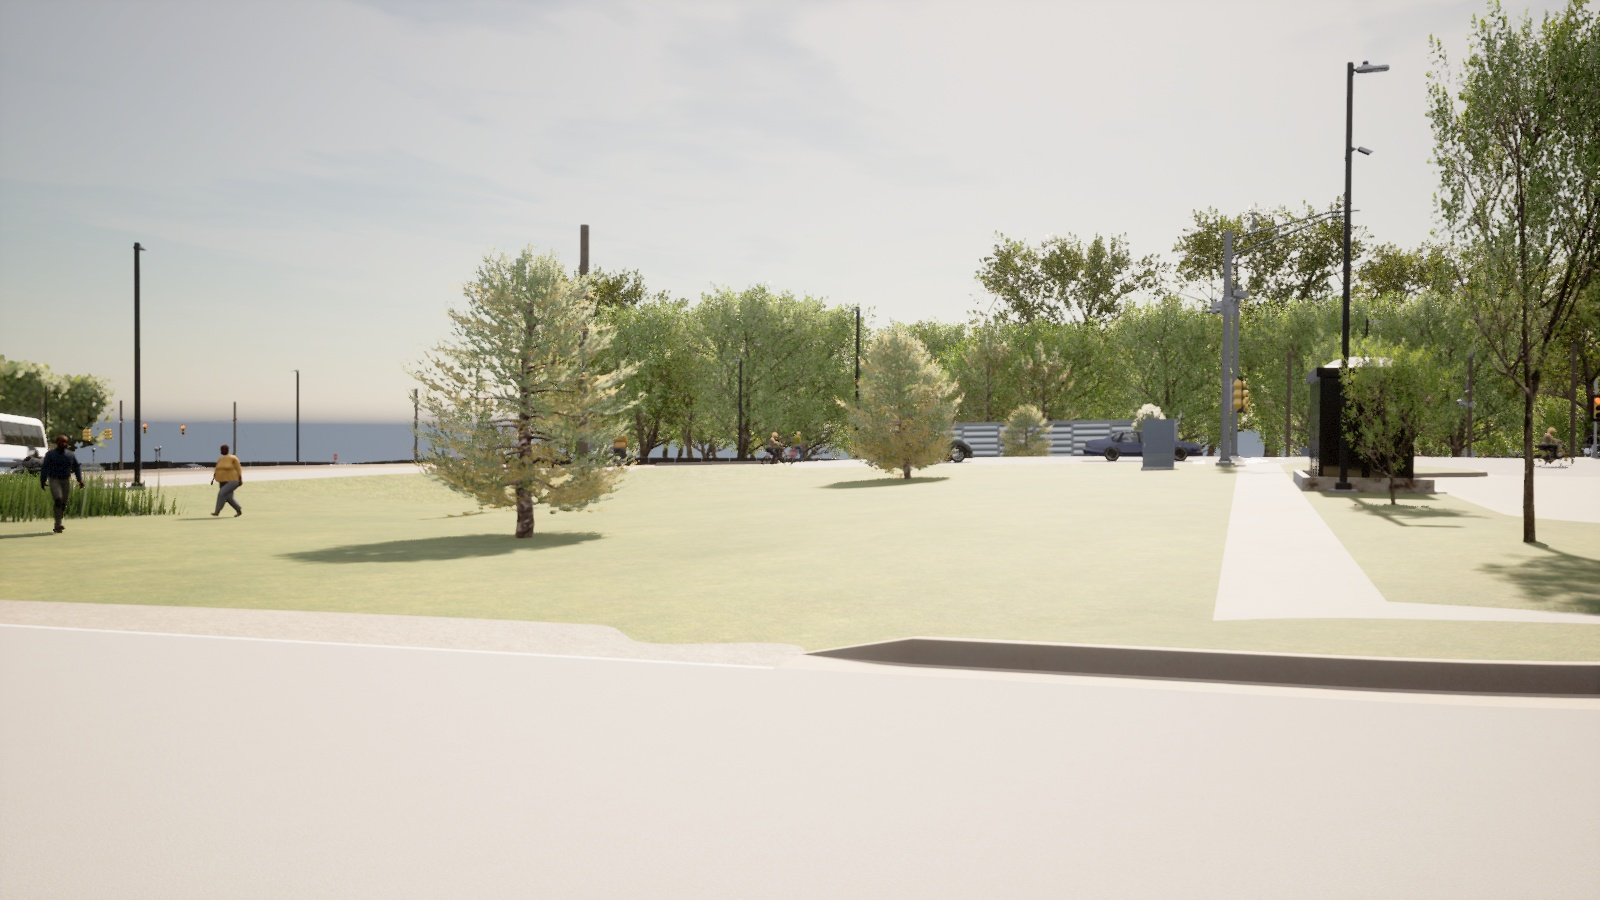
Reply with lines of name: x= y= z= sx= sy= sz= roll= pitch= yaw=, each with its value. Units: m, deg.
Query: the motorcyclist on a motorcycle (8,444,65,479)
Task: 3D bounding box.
motorcyclist on a motorcycle: x=-35.127 y=0.542 z=57.778 sx=2.191 sy=1.530 sz=0.866 roll=-2 pitch=0 yaw=10

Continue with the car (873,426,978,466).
car: x=5.943 y=-0.211 z=59.600 sx=4.553 sy=1.767 sz=2.097 roll=-1 pitch=1 yaw=-8

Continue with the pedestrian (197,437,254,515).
pedestrian: x=-14.032 y=0.616 z=30.684 sx=0.874 sy=1.855 sz=0.900 roll=1 pitch=1 yaw=25

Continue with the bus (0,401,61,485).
bus: x=-46.189 y=-0.292 z=71.128 sx=3.944 sy=4.253 sz=10.273 roll=-6 pitch=-1 yaw=-11

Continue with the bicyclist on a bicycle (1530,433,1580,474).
bicyclist on a bicycle: x=30.353 y=0.125 z=50.514 sx=1.509 sy=1.612 sz=0.866 roll=1 pitch=1 yaw=14

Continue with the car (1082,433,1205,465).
car: x=15.773 y=-0.070 z=57.953 sx=5.357 sy=1.411 sz=2.033 roll=0 pitch=1 yaw=13

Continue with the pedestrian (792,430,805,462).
pedestrian: x=-0.098 y=-0.234 z=72.878 sx=0.706 sy=1.836 sz=0.354 roll=0 pitch=2 yaw=-44

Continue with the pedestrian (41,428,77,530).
pedestrian: x=-13.634 y=0.516 z=23.106 sx=0.726 sy=1.835 sz=0.370 roll=2 pitch=2 yaw=43
